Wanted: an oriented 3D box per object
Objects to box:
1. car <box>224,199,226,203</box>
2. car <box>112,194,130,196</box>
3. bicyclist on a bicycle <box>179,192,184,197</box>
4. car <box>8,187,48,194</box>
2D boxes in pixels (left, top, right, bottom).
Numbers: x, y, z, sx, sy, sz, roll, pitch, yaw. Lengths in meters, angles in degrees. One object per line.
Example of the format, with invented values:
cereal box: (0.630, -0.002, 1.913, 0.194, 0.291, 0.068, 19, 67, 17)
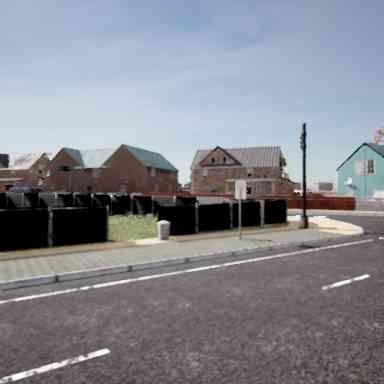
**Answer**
car: (3.146, 1.214, 27.498, 4.718, 1.301, 1.895, 1, 0, 20)
car: (-6.391, 0.945, 30.814, 4.902, 1.511, 2.128, 1, 0, 19)
bicyclist on a bicycle: (-1.078, 0.795, 35.179, 0.582, 1.620, 1.656, 1, 1, 19)
car: (-16.442, 0.519, 34.299, 5.566, 2.045, 2.150, 1, 0, 19)
